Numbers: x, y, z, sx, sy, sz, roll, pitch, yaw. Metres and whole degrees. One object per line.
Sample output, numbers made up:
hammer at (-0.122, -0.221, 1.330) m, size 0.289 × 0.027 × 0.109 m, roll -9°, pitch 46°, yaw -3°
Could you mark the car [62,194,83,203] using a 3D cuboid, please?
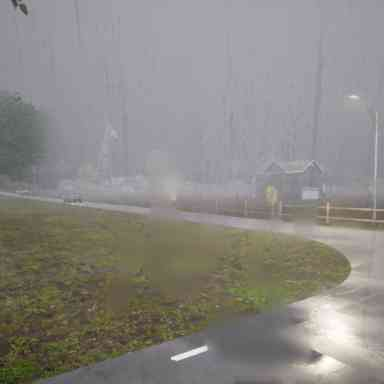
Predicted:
car at (-18.514, 0.973, 51.304) m, size 2.033 × 1.411 × 5.357 m, roll 2°, pitch -1°, yaw -36°
